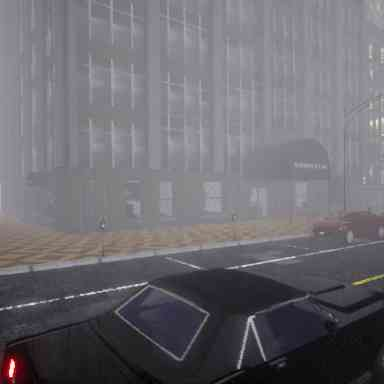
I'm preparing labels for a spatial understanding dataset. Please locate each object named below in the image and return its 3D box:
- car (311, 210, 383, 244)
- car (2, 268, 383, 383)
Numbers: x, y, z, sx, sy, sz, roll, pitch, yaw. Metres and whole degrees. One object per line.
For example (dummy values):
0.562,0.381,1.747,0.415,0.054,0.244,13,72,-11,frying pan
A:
7.474,1.542,15.764,4.507,1.381,1.887,0,-1,-35,car
0.639,1.600,3.771,4.718,1.301,1.895,0,0,-35,car
